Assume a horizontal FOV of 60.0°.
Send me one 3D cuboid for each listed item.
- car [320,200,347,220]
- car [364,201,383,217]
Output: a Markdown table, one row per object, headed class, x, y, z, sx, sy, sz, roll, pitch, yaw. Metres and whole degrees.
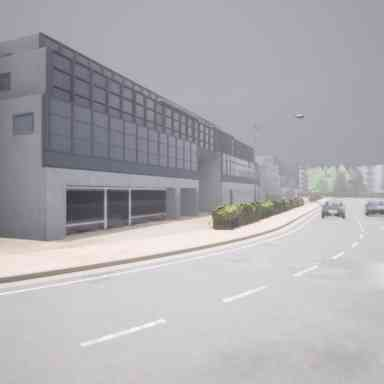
| class | x | y | z | sx | sy | sz | roll | pitch | yaw |
| --- | --- | --- | --- | --- | --- | --- | --- | --- | --- |
| car | 12.222 | 1.491 | 28.689 | 2.128 | 1.511 | 4.902 | 0 | 0 | 25 |
| car | 17.467 | 1.547 | 31.670 | 2.033 | 1.411 | 5.357 | 0 | 0 | 25 |
